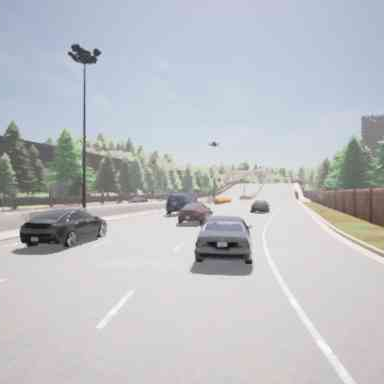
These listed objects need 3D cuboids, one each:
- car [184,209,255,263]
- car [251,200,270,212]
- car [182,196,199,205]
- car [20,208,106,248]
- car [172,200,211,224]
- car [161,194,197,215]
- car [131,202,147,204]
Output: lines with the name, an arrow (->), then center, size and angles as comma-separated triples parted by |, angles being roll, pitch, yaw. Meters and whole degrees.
car -> 1.203, 1.561, 12.031 | 2.033, 1.411, 5.357 | 0, 0, 8
car -> 8.060, 1.623, 39.014 | 1.994, 1.385, 4.181 | 0, 0, 16
car -> -0.195, 1.548, 61.312 | 1.837, 1.490, 4.892 | 0, 0, 16
car -> -5.452, 1.495, 14.738 | 1.837, 1.490, 4.892 | 0, 0, 9
car -> 0.295, 1.543, 24.444 | 1.812, 1.442, 4.674 | 0, 0, 15
car -> -0.862, 1.242, 33.325 | 2.150, 2.045, 5.566 | 0, 0, 16
car -> -9.094, 1.526, 55.905 | 1.812, 1.442, 4.674 | 0, 0, 17
